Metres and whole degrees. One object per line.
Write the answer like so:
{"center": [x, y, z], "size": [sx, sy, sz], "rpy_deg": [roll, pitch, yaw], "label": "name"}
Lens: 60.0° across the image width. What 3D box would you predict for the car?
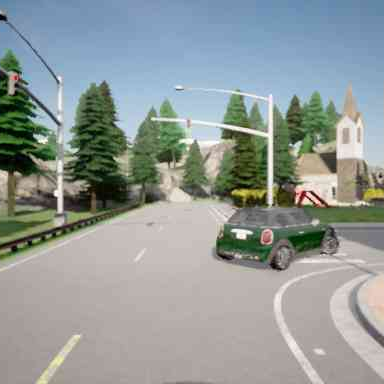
{"center": [2.893, 1.225, 10.784], "size": [4.553, 1.767, 2.097], "rpy_deg": [-1, 1, -45], "label": "car"}
